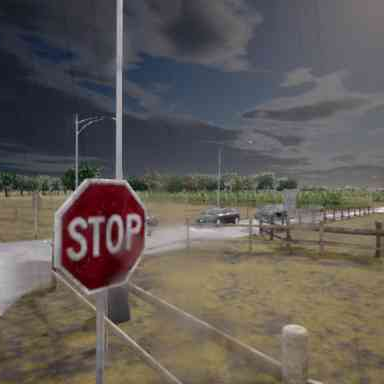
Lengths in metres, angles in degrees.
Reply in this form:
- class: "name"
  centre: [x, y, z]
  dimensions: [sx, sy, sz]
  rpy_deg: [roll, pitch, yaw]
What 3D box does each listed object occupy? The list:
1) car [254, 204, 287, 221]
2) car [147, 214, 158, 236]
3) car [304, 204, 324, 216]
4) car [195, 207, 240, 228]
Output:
- class: "car"
  centre: [8.380, 2.076, 35.279]
  dimensions: [2.097, 1.767, 4.553]
  rpy_deg: [1, -1, 36]
- class: "car"
  centre: [-3.932, 1.741, 18.408]
  dimensions: [2.128, 1.511, 4.902]
  rpy_deg: [1, -1, 35]
- class: "car"
  centre: [17.616, 2.553, 47.729]
  dimensions: [1.837, 1.490, 4.892]
  rpy_deg: [1, -1, 36]
- class: "car"
  centre: [2.132, 1.977, 26.771]
  dimensions: [1.837, 1.490, 4.892]
  rpy_deg: [1, -1, 36]
